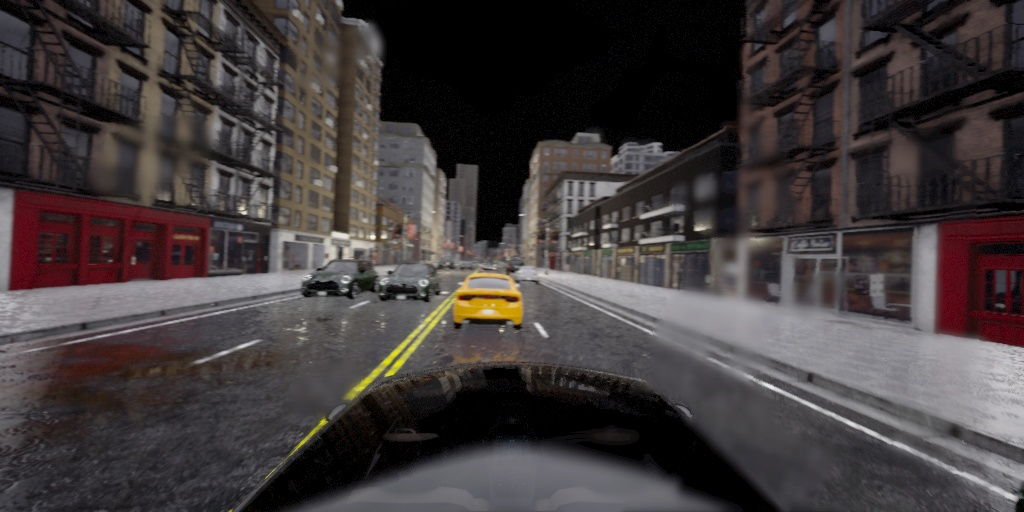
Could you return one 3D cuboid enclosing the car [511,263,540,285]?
[{"bbox_3d":[1.206,1.605,30.762,1.812,1.442,4.674,2,-1,-3],"label":"car"}]

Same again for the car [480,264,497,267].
[{"bbox_3d":[-2.111,1.455,32.073,2.128,1.511,4.902,2,-1,-4],"label":"car"}]

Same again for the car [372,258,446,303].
[{"bbox_3d":[-4.536,1.071,16.537,2.097,1.767,4.553,2,-1,-4],"label":"car"}]

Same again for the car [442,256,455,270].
[{"bbox_3d":[-10.440,1.110,57.629,2.150,2.045,5.566,2,-1,-3],"label":"car"}]

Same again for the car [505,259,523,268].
[{"bbox_3d":[0.310,1.396,43.986,2.150,2.045,5.566,2,0,-3],"label":"car"}]

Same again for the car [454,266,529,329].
[{"bbox_3d":[-0.764,1.295,11.648,1.882,1.535,5.008,2,-1,-4],"label":"car"}]

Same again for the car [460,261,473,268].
[{"bbox_3d":[-7.195,1.520,57.498,1.837,1.490,4.892,2,-1,-3],"label":"car"}]

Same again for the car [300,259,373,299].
[{"bbox_3d":[-7.803,0.947,16.733,2.097,1.767,4.553,2,-1,-4],"label":"car"}]

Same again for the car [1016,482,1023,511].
[{"bbox_3d":[4.282,1.252,0.296,2.097,1.767,4.553,2,-1,-4],"label":"car"}]
